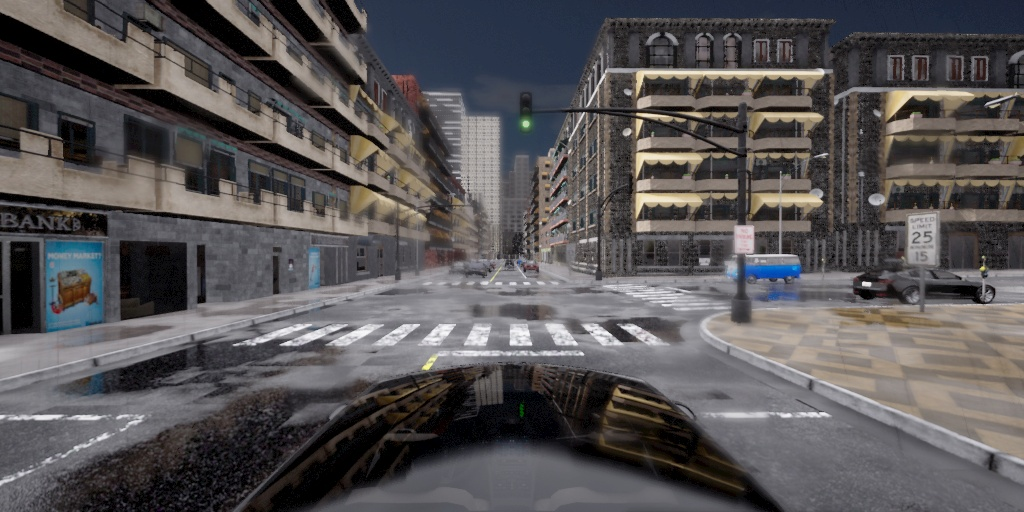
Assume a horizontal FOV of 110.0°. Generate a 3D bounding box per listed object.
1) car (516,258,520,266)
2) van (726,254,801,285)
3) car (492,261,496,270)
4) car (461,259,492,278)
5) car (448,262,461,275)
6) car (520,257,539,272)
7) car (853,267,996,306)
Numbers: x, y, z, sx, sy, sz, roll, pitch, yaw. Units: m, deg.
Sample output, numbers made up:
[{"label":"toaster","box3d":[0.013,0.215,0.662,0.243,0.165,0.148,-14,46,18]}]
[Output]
[{"label":"car","box3d":[2.243,1.352,62.077,2.007,1.370,4.403,0,0,0]},{"label":"van","box3d":[15.506,0.794,22.186,3.998,1.789,1.690,0,0,-1]},{"label":"car","box3d":[-3.414,1.329,44.593,2.033,1.411,5.357,0,0,0]},{"label":"car","box3d":[-3.338,1.318,34.509,2.033,1.411,5.357,0,0,0]},{"label":"car","box3d":[-5.972,1.326,39.910,2.007,1.370,4.403,0,0,0]},{"label":"car","box3d":[2.366,1.222,45.495,1.967,1.591,4.097,0,0,0]},{"label":"car","box3d":[15.687,1.084,13.808,4.313,1.339,1.948,0,0,-1]}]
